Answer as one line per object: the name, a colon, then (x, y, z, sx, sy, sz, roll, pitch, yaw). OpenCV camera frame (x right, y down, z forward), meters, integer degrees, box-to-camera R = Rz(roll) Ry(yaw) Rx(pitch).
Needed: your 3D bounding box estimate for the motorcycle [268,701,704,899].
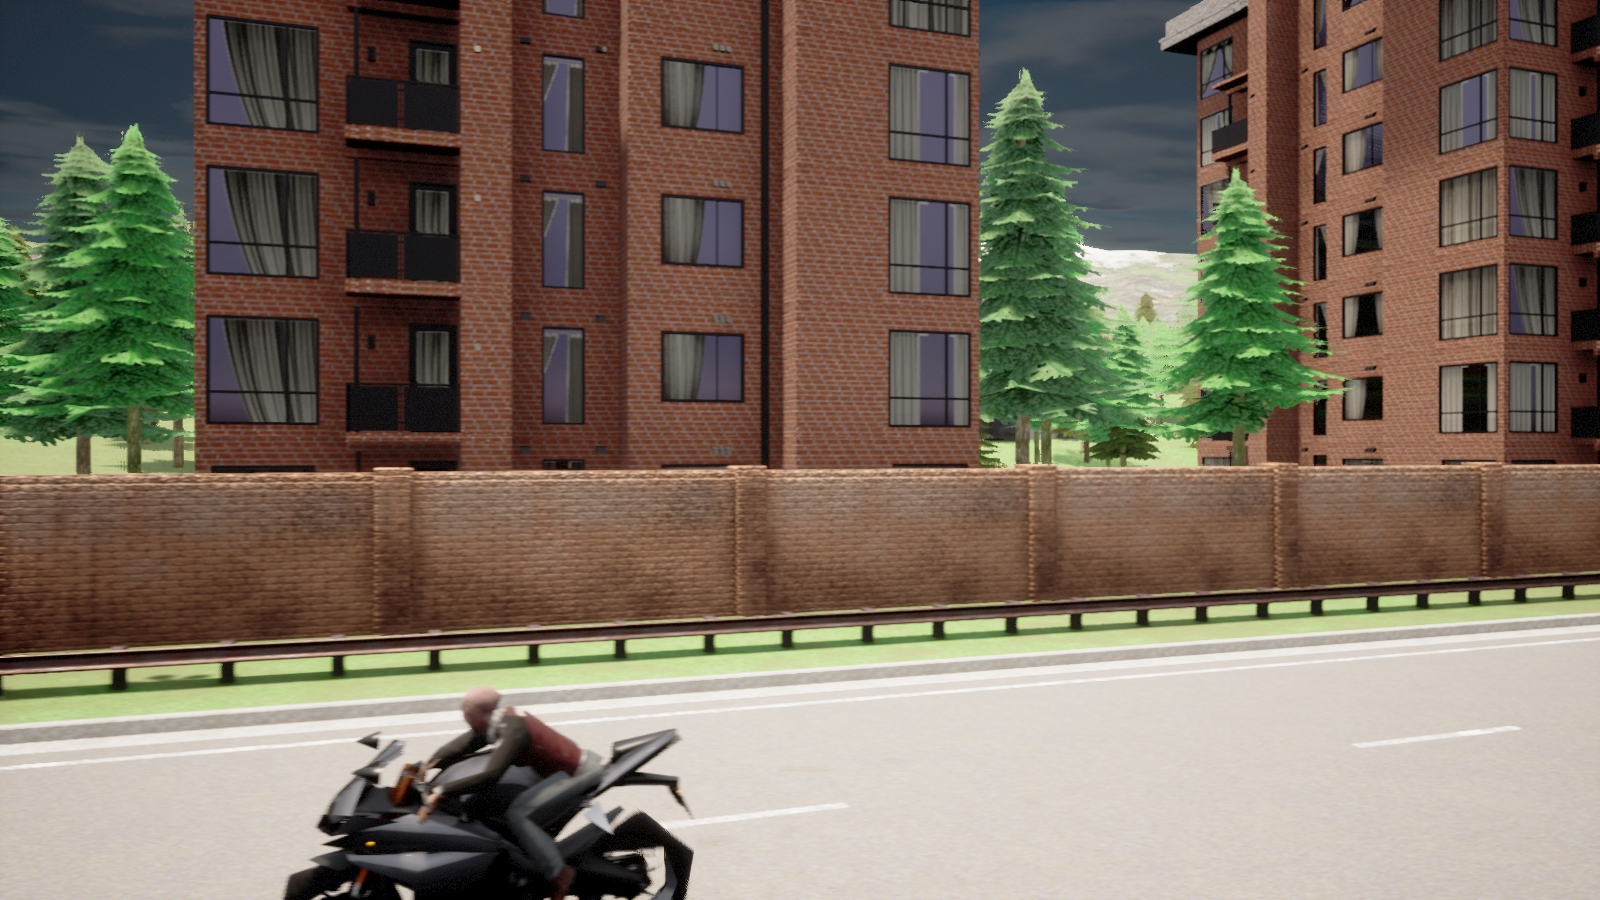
motorcycle: (-1.724, 2.204, 6.394, 2.209, 1.251, 0.867, 0, 0, -20)
